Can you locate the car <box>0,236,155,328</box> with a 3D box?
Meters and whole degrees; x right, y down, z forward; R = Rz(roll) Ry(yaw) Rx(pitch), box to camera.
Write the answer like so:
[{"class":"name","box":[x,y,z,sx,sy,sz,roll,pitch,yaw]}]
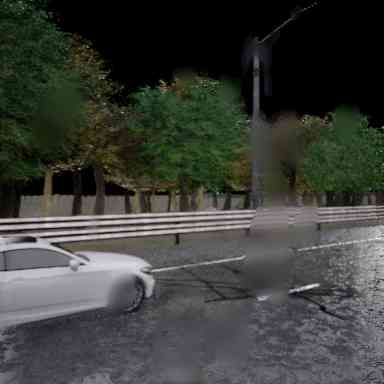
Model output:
[{"class":"car","box":[-2.923,1.523,5.936,4.674,1.442,1.812,0,0,-35]}]
